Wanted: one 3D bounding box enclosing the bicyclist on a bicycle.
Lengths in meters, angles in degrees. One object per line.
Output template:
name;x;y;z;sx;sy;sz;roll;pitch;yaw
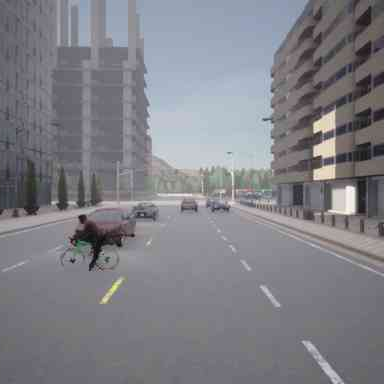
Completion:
bicyclist on a bicycle;-2.913;1.455;9.424;1.656;1.620;0.582;-2;0;-1

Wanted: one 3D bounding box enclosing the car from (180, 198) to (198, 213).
car;-0.313;1.491;37.770;2.128;1.511;4.902;0;0;-1

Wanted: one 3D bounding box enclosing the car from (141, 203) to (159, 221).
car;-3.793;1.564;27.106;1.994;1.385;4.181;0;0;-1

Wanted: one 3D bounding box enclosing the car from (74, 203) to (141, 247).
car;-3.751;1.478;15.116;1.882;1.535;5.008;0;0;-1

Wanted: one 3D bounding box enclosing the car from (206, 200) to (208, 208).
car;2.980;1.601;48.051;1.895;1.301;4.718;0;0;-1

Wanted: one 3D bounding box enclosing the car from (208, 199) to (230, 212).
car;3.154;1.601;38.038;1.895;1.301;4.718;0;0;0

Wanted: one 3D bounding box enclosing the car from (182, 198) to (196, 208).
car;-0.458;1.547;48.150;2.033;1.411;5.357;0;0;-1
